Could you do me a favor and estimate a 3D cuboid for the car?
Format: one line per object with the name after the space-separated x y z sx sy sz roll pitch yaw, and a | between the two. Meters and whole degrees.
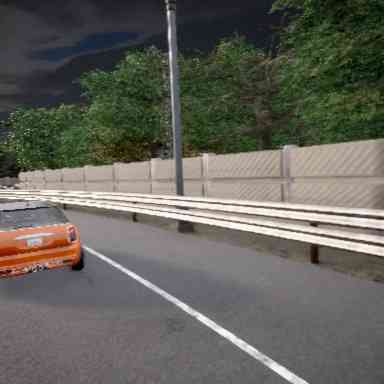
-4.492 1.025 8.784 2.097 1.767 4.553 -5 4 -34 | car
